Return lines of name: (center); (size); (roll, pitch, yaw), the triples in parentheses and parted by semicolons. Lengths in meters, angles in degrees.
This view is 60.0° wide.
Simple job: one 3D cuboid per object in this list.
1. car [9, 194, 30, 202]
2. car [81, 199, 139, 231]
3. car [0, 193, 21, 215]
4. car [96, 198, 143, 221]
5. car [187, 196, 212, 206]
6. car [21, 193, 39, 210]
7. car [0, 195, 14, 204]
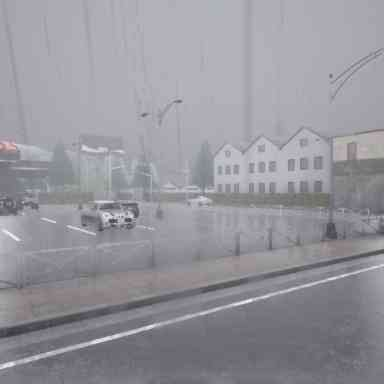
car: (-38.233, 1.328, 73.739); (3.866, 1.878, 1.905); (0, 0, -36)
car: (-4.685, 1.248, 18.327); (1.970, 1.475, 3.806); (0, 0, -36)
car: (-17.266, 1.113, 30.307); (1.932, 1.855, 4.605); (0, 0, -36)
car: (-5.800, 1.313, 26.193); (2.007, 1.523, 4.514); (0, 0, -36)
car: (1.137, 1.349, 49.282); (1.812, 1.442, 4.674); (0, 0, -35)
car: (-19.163, 1.092, 38.620); (1.905, 1.878, 3.866); (0, 0, -36)
car: (-38.474, 1.495, 66.610); (4.611, 1.667, 2.242); (0, 0, -36)
